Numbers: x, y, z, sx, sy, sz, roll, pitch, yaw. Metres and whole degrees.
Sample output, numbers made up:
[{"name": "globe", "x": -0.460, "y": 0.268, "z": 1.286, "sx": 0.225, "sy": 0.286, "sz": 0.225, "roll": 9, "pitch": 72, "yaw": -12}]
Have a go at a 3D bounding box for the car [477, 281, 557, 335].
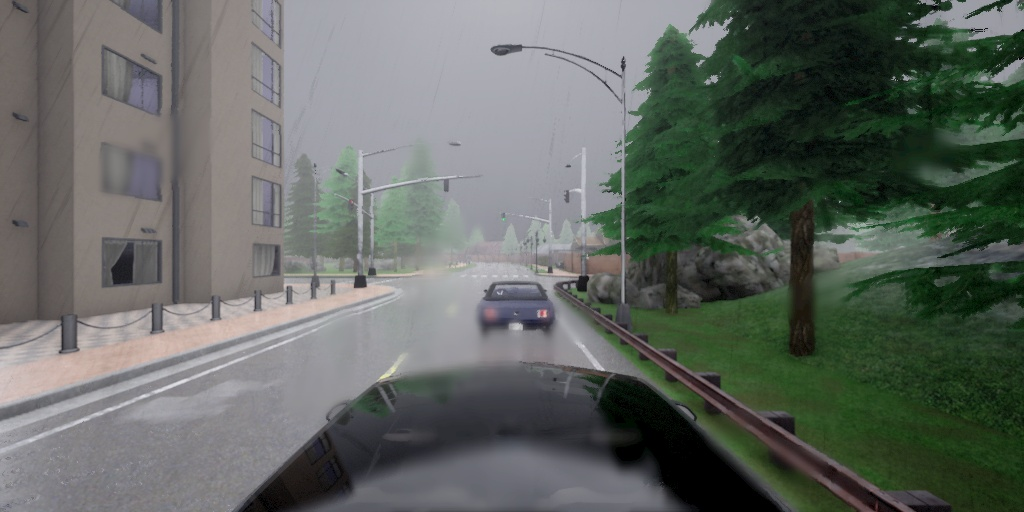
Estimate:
[{"name": "car", "x": 0.102, "y": 1.366, "z": 10.528, "sx": 1.895, "sy": 1.301, "sz": 4.718, "roll": 0, "pitch": 0, "yaw": -1}]
